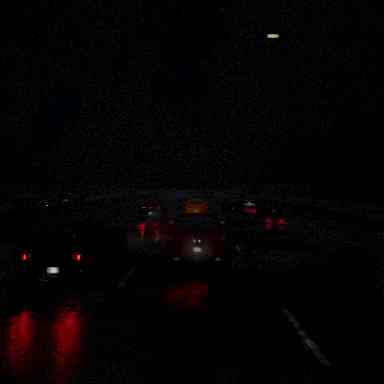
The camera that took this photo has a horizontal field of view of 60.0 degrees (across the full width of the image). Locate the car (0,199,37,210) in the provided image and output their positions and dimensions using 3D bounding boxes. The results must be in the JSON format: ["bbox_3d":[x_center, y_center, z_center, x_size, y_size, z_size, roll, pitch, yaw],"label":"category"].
[{"bbox_3d":[-13.854,1.495,26.557,1.994,1.385,4.181,0,0,1],"label":"car"}]

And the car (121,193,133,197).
[{"bbox_3d":[-13.224,0.914,68.267,2.128,1.511,4.902,0,1,1],"label":"car"}]

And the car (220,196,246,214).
[{"bbox_3d":[3.830,1.352,33.131,1.882,1.535,5.008,0,1,1],"label":"car"}]

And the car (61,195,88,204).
[{"bbox_3d":[-17.030,1.170,49.496,2.128,1.511,4.902,0,1,1],"label":"car"}]

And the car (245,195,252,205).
[{"bbox_3d":[7.527,1.238,45.176,1.837,1.490,4.892,0,1,1],"label":"car"}]

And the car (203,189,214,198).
[{"bbox_3d":[4.472,0.664,83.346,2.033,1.411,5.357,0,1,1],"label":"car"}]

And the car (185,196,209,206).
[{"bbox_3d":[0.390,1.380,30.086,1.882,1.535,5.008,0,1,1],"label":"car"}]

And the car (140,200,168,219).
[{"bbox_3d":[-3.137,1.411,27.907,2.128,1.511,4.902,0,0,1],"label":"car"}]

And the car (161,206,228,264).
[{"bbox_3d":[0.172,1.475,11.836,1.882,1.535,5.008,0,0,1],"label":"car"}]

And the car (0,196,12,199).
[{"bbox_3d":[-24.137,1.279,41.520,2.128,1.511,4.902,0,1,1],"label":"car"}]

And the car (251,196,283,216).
[{"bbox_3d":[7.190,1.385,31.114,2.128,1.511,4.902,0,1,2],"label":"car"}]

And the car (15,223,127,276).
[{"bbox_3d":[-3.345,1.601,10.276,1.895,1.301,4.718,0,0,0],"label":"car"}]

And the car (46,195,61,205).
[{"bbox_3d":[-20.495,1.203,51.214,2.033,1.411,5.357,0,1,1],"label":"car"}]
